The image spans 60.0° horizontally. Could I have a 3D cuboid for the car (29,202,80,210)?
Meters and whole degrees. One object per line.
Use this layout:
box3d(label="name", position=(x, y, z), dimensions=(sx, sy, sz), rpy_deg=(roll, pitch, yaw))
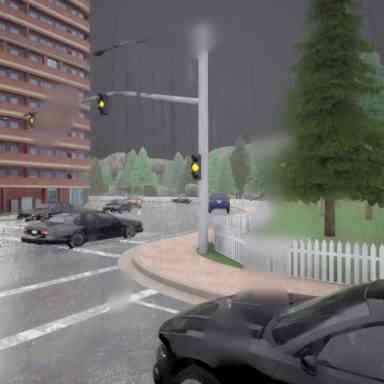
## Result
box3d(label="car", position=(-10.616, 1.497, 25.567), dimensions=(2.033, 1.411, 5.357), rpy_deg=(0, 0, 24))

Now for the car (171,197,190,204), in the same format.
box3d(label="car", position=(-2.131, 1.553, 61.201), dimensions=(1.895, 1.301, 4.718), rpy_deg=(0, 0, -27))

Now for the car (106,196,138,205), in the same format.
box3d(label="car", position=(-7.797, 1.497, 35.386), dimensions=(2.033, 1.411, 5.357), rpy_deg=(0, 0, 7))

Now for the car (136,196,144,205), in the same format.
box3d(label="car", position=(-8.096, 1.303, 45.682), dimensions=(2.097, 1.767, 4.553), rpy_deg=(0, 0, -11))

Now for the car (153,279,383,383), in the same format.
box3d(label="car", position=(1.899, 1.478, 2.635), dimensions=(5.008, 1.535, 1.882), rpy_deg=(0, 0, 36))

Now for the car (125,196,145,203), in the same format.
box3d(label="car", position=(-11.783, 1.480, 68.722), dimensions=(4.674, 1.442, 1.812), rpy_deg=(0, 0, 44))

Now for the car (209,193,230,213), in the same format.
box3d(label="car", position=(3.037, 1.170, 36.922), dimensions=(2.150, 2.045, 5.566), rpy_deg=(0, 0, 4))

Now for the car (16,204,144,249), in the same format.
box3d(label="car", position=(-4.482, 1.508, 14.441), dimensions=(2.033, 1.411, 5.357), rpy_deg=(0, 1, 33))
